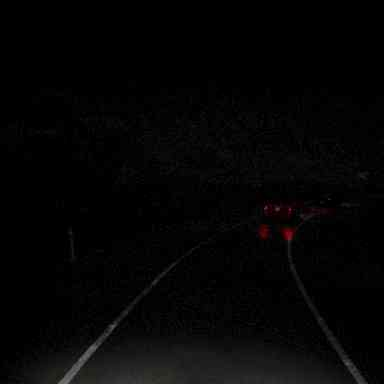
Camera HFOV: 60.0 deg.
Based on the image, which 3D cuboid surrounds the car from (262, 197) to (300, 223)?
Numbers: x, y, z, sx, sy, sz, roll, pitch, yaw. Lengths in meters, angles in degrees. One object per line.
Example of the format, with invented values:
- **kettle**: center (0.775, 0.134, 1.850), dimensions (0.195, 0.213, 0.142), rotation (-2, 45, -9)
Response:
- **car**: center (6.568, 1.117, 24.095), dimensions (2.097, 1.767, 4.553), rotation (2, 2, 24)

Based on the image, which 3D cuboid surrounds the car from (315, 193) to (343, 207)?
- **car**: center (15.761, 0.863, 38.301), dimensions (1.812, 1.442, 4.674), rotation (4, 4, 41)
